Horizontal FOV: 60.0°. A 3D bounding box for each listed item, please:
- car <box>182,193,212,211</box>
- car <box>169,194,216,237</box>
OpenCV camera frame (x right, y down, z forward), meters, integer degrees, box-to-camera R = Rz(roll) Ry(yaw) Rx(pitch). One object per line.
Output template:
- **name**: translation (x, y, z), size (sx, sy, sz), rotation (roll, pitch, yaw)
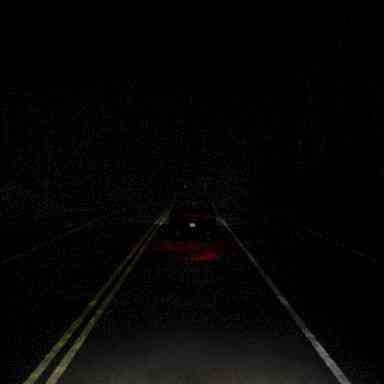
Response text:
- **car**: translation (0.548, 0.955, 30.198), size (1.895, 1.301, 4.718), rotation (-2, -6, 11)
- **car**: translation (0.040, 0.990, 14.865), size (1.882, 1.535, 5.008), rotation (1, 2, 0)
